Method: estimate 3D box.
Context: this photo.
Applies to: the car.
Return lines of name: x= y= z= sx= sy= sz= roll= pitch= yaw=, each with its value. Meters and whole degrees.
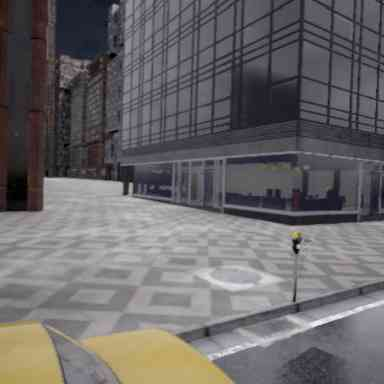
car: x=-1.831 y=1.414 z=1.437 sx=4.829 sy=1.417 sz=1.752 roll=1 pitch=2 yaw=-33
